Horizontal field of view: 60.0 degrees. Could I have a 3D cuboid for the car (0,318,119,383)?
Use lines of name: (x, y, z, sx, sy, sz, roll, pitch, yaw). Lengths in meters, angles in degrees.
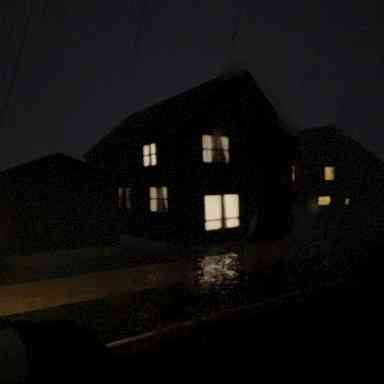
car: (-2.619, 1.494, 1.193, 4.902, 1.511, 2.128, 0, 0, -35)
